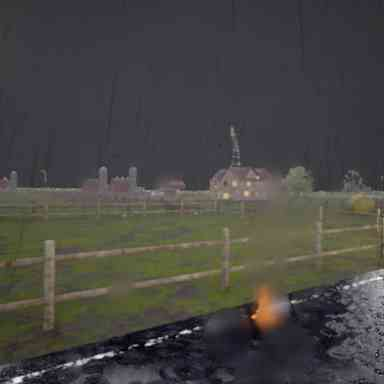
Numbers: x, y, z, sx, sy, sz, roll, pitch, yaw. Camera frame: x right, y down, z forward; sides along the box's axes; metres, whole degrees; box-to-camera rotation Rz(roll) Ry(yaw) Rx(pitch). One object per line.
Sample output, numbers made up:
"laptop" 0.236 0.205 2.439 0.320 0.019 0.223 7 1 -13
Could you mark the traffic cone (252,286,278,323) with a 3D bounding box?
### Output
"traffic cone" 1.326 2.010 6.069 0.340 0.580 0.340 1 0 -35
